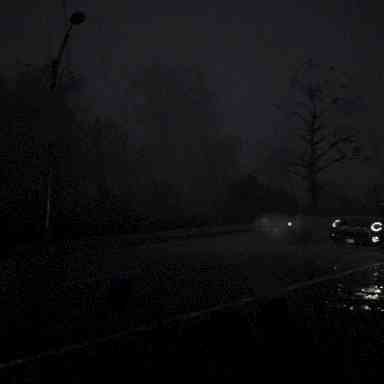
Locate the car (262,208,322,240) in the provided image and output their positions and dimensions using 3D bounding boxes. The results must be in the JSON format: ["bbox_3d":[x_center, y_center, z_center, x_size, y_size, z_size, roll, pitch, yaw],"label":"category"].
[{"bbox_3d":[5.682,1.495,16.631,4.718,1.301,1.895,-1,0,-35],"label":"car"}]

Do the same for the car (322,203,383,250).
[{"bbox_3d":[7.799,1.245,13.838,4.553,1.767,2.097,-1,0,-35],"label":"car"}]
